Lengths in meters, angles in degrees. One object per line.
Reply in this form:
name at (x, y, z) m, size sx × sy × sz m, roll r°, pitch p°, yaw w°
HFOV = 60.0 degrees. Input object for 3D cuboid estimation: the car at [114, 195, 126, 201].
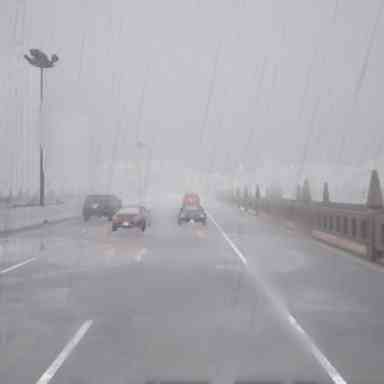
car at (-17.853, 1.373, 82.705) m, size 1.994 × 1.385 × 4.181 m, roll 0°, pitch 0°, yaw 0°

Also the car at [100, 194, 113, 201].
car at (-21.354, 1.325, 83.106) m, size 1.837 × 1.490 × 4.892 m, roll 0°, pitch 0°, yaw 0°

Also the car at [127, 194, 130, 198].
car at (-14.300, 1.228, 70.466) m, size 2.097 × 1.767 × 4.553 m, roll 0°, pitch 0°, yaw 0°

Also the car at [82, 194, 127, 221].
car at (-7.009, 1.175, 26.668) m, size 2.150 × 2.045 × 5.566 m, roll 0°, pitch 0°, yaw 0°

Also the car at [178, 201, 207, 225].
car at (0.006, 1.551, 23.443) m, size 1.895 × 1.301 × 4.718 m, roll 0°, pitch 0°, yaw 0°

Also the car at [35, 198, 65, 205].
car at (-17.756, 1.501, 42.421) m, size 1.994 × 1.385 × 4.181 m, roll 0°, pitch 0°, yaw 0°

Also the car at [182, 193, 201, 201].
car at (-0.064, 1.134, 41.736) m, size 2.150 × 2.045 × 5.566 m, roll 0°, pitch 0°, yaw 0°

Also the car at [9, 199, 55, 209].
car at (-14.217, 1.560, 29.390) m, size 1.895 × 1.301 × 4.718 m, roll 0°, pitch 0°, yaw 0°

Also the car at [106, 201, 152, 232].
car at (-3.480, 1.489, 19.790) m, size 1.812 × 1.442 × 4.674 m, roll 0°, pitch 0°, yaw 0°
